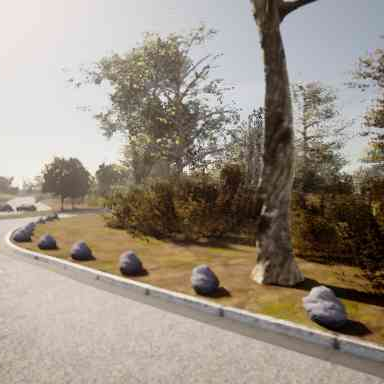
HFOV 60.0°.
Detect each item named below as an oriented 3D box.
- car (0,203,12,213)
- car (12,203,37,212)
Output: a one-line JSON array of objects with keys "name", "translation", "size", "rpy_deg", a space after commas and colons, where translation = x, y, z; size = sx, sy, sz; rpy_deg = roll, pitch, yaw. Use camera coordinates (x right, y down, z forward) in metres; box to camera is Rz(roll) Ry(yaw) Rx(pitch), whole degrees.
[{"name": "car", "translation": [-28.400, 2.340, 49.666], "size": [1.994, 1.385, 4.181], "rpy_deg": [0, -1, -10]}, {"name": "car", "translation": [-25.209, 2.377, 50.669], "size": [1.895, 1.301, 4.718], "rpy_deg": [0, -1, -11]}]
